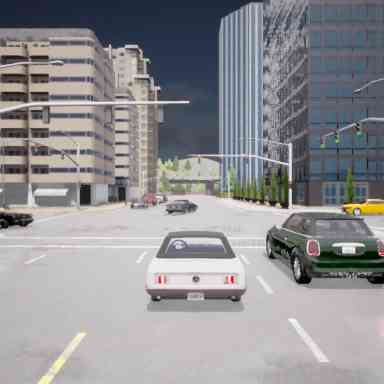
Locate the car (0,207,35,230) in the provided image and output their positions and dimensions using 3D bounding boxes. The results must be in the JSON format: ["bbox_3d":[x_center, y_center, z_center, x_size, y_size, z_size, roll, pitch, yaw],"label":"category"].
[{"bbox_3d":[-12.254,1.557,20.523,4.718,1.301,1.895,1,0,13],"label":"car"}]

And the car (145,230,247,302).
[{"bbox_3d":[0.089,1.601,8.243,1.895,1.301,4.718,0,0,0],"label":"car"}]

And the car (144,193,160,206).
[{"bbox_3d":[-7.000,1.222,54.254,2.150,2.045,5.566,0,0,0],"label":"car"}]

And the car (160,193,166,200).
[{"bbox_3d":[-6.927,1.221,64.909,2.150,2.045,5.566,0,0,2],"label":"car"}]

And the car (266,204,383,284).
[{"bbox_3d":[3.598,1.352,9.731,2.097,1.767,4.553,0,0,0],"label":"car"}]

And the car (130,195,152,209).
[{"bbox_3d":[-7.023,1.491,44.682,2.128,1.511,4.902,0,0,0],"label":"car"}]

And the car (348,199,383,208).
[{"bbox_3d":[16.870,1.422,31.605,5.008,1.535,1.882,0,0,1],"label":"car"}]

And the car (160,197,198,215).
[{"bbox_3d":[-0.980,1.501,33.946,2.033,1.411,5.357,0,0,19],"label":"car"}]
